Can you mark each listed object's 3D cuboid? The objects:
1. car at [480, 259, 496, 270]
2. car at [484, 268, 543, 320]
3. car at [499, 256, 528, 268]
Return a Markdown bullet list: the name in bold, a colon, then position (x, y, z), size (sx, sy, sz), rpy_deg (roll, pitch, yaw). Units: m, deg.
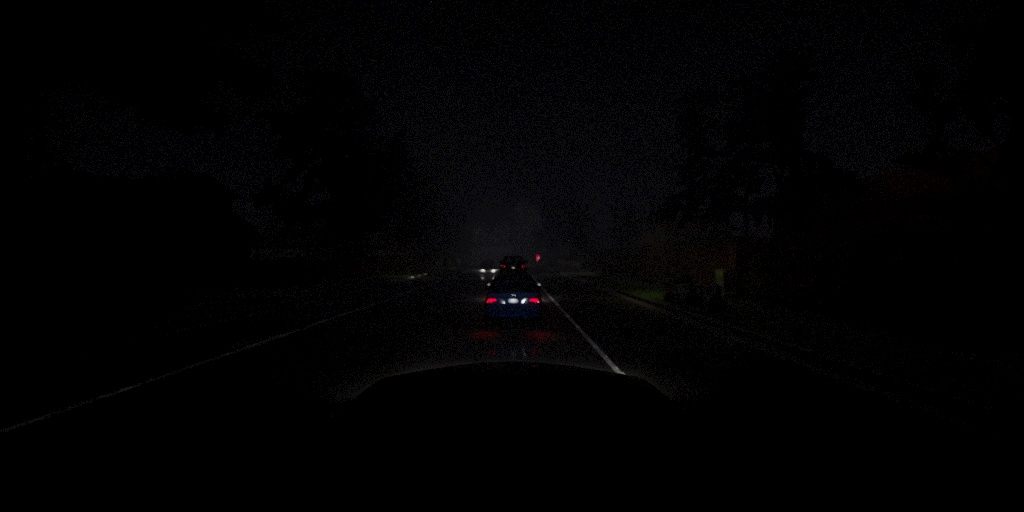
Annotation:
- **car**: position (-3.475, 1.223, 52.870), size (1.837, 1.490, 4.892), rpy_deg (0, 0, 0)
- **car**: position (0.062, 1.303, 12.552), size (2.033, 1.411, 5.357), rpy_deg (0, 0, 1)
- **car**: position (0.121, 0.988, 30.169), size (2.150, 2.045, 5.566), rpy_deg (0, 0, 0)
